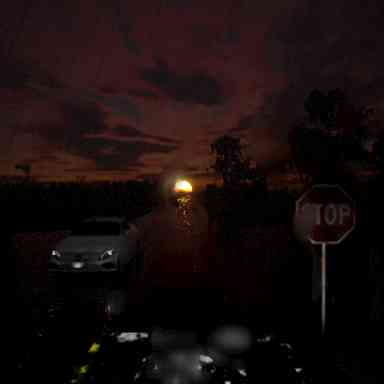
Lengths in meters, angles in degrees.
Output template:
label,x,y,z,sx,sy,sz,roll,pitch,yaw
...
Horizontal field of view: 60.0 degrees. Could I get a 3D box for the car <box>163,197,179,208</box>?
label,x,y,z,sx,sy,sz,roll,pitch,yaw
car,-2.886,1.465,47.339,1.812,1.442,4.674,0,0,0

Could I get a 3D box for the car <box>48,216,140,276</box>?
label,x,y,z,sx,sy,sz,roll,pitch,yaw
car,-2.781,1.510,10.430,1.812,1.442,4.674,0,0,0
